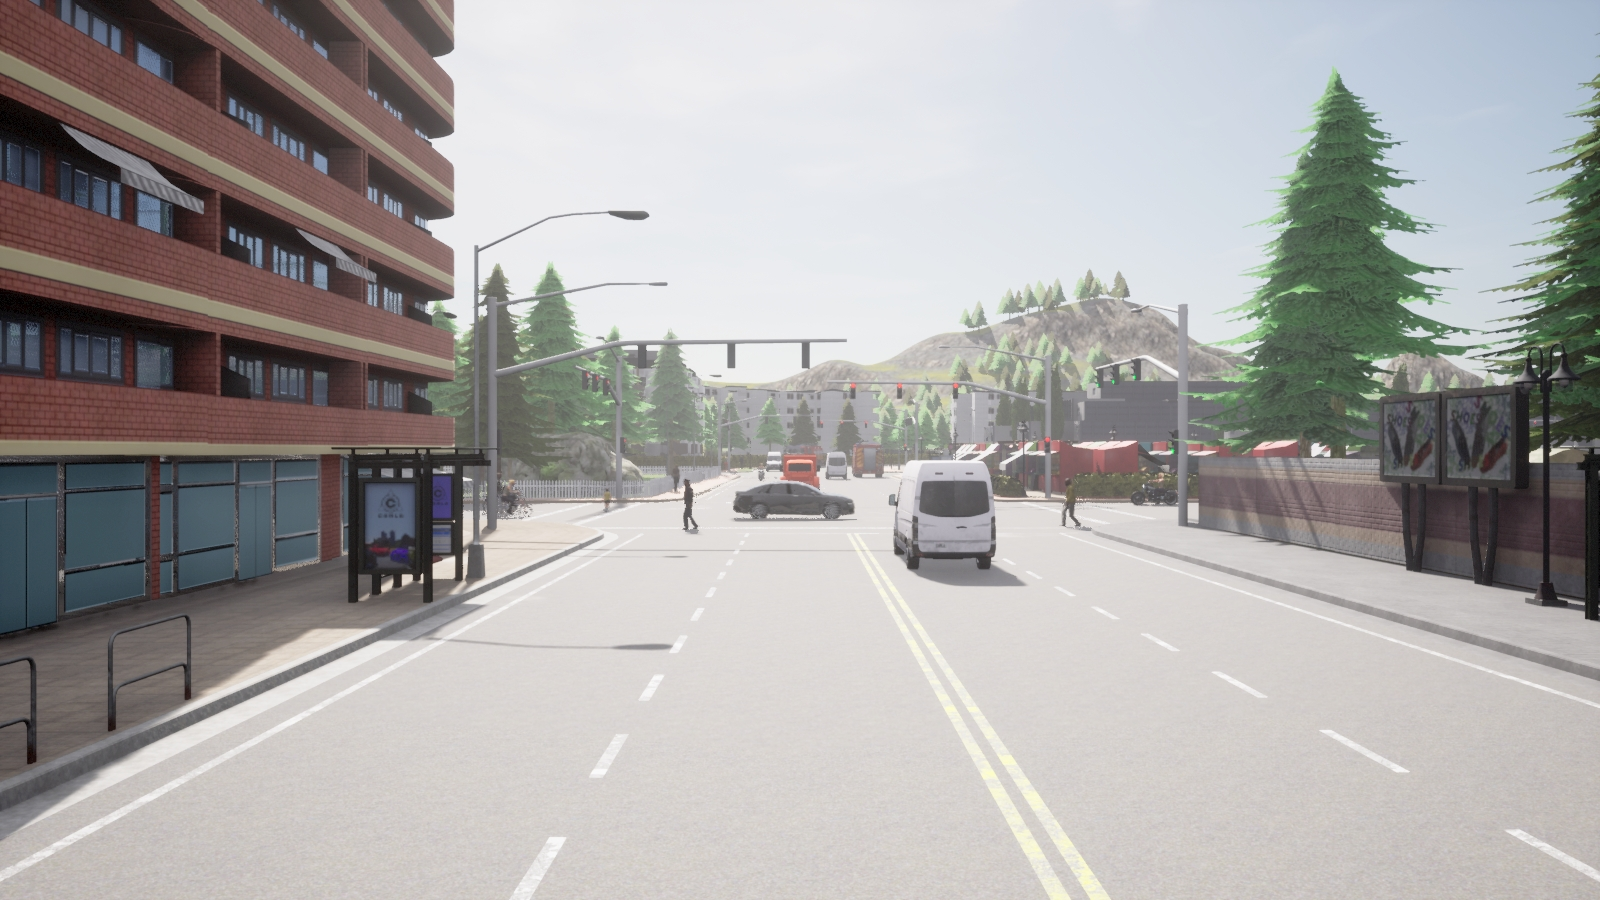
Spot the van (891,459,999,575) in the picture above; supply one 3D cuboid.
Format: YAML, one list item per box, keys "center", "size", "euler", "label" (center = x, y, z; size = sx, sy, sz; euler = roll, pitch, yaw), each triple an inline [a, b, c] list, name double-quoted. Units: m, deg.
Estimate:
- center: [3.505, 1.536, 28.720]
  size: [1.988, 2.561, 5.915]
  euler: [0, 0, 0]
  label: "van"

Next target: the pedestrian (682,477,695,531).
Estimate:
- center: [-3.840, 1.850, 39.400]
  size: [0.375, 1.860, 0.375]
  euler: [0, 0, -17]
  label: "pedestrian"

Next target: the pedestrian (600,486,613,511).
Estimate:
- center: [-8.640, 2.183, 51.123]
  size: [0.500, 1.100, 0.500]
  euler: [0, 0, -1]
  label: "pedestrian"

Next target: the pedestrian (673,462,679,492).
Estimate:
- center: [-7.738, 1.701, 71.298]
  size: [0.375, 1.860, 0.375]
  euler: [0, 0, 0]
  label: "pedestrian"

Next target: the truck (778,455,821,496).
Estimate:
- center: [-0.006, 1.572, 72.542]
  size: [2.627, 2.467, 5.204]
  euler: [0, 0, 0]
  label: "truck"

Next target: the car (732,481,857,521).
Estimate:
- center: [-0.236, 2.039, 45.986]
  size: [4.892, 1.480, 2.231]
  euler: [0, 0, -1]
  label: "car"

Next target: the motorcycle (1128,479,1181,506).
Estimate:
- center: [17.582, 2.102, 56.689]
  size: [2.356, 1.307, 0.764]
  euler: [0, 0, 0]
  label: "motorcycle"

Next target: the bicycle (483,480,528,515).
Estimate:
- center: [-12.569, 2.007, 48.798]
  size: [1.835, 1.471, 0.329]
  euler: [0, 0, -8]
  label: "bicycle"

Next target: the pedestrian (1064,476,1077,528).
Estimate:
- center: [9.688, 1.851, 40.876]
  size: [0.375, 1.860, 0.375]
  euler: [0, 0, -2]
  label: "pedestrian"

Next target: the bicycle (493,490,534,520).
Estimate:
- center: [-11.418, 2.180, 45.541]
  size: [1.487, 1.126, 0.859]
  euler: [0, 0, -8]
  label: "bicycle"
